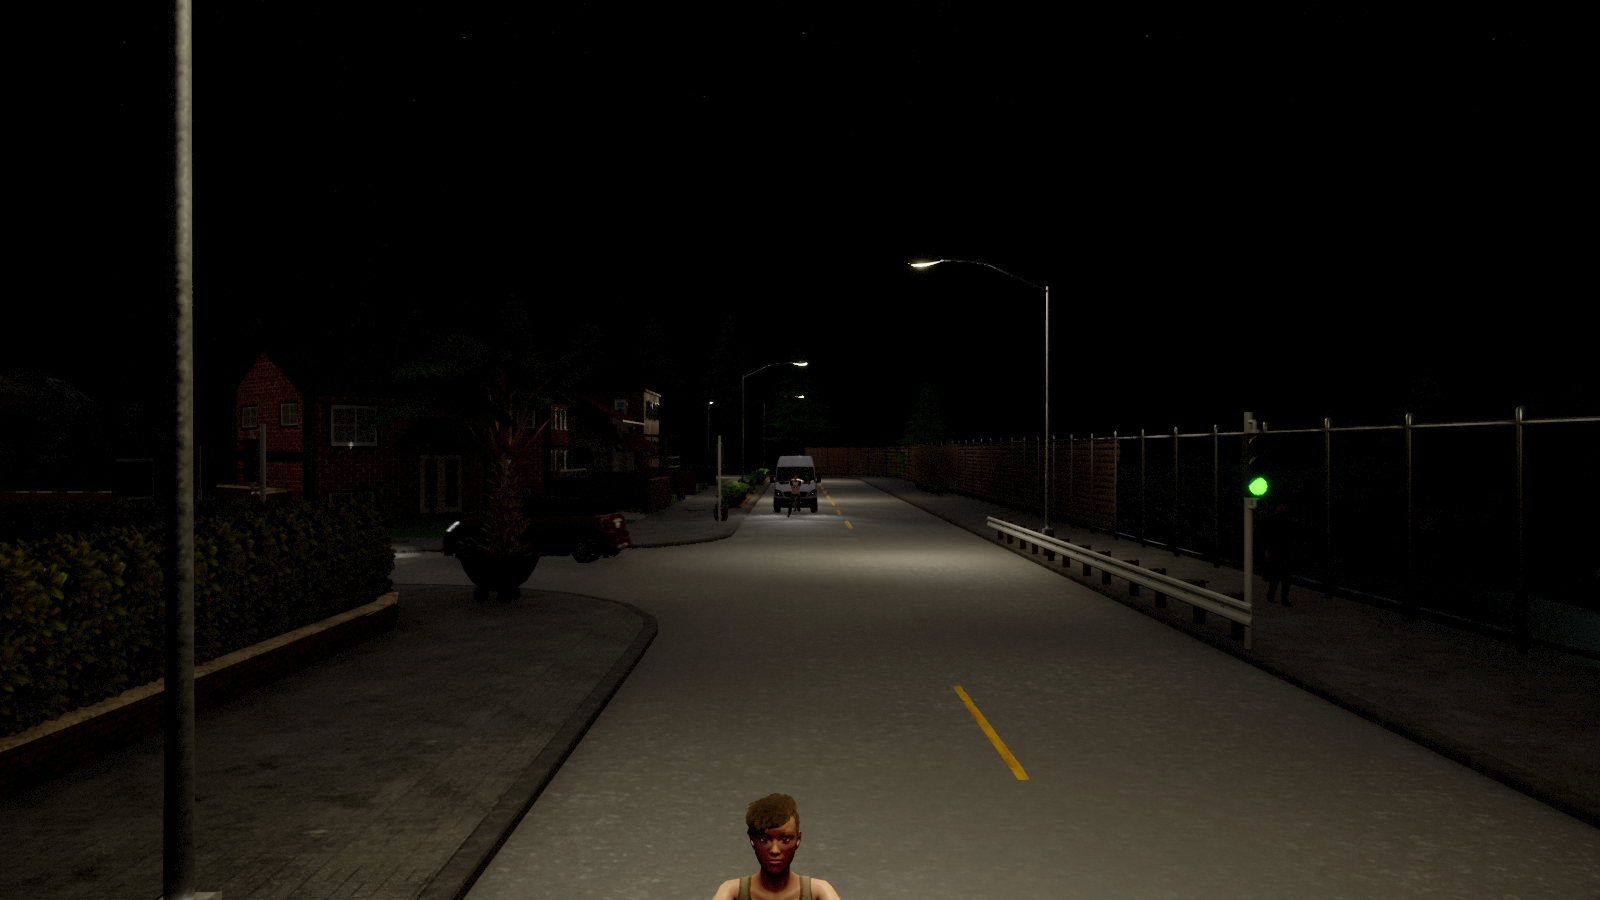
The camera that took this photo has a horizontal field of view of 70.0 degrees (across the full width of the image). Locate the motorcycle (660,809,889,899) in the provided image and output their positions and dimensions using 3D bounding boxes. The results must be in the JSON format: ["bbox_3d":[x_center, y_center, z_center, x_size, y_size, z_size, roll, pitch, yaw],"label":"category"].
[{"bbox_3d":[-0.084,2.157,3.590,0.764,1.307,2.356,0,0,-1],"label":"motorcycle"}]

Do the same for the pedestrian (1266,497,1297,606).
[{"bbox_3d":[8.329,1.752,19.774,0.375,1.860,0.375,0,0,1],"label":"pedestrian"}]

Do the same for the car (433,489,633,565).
[{"bbox_3d":[-6.755,1.916,29.195,4.553,1.767,2.097,0,0,7],"label":"car"}]
